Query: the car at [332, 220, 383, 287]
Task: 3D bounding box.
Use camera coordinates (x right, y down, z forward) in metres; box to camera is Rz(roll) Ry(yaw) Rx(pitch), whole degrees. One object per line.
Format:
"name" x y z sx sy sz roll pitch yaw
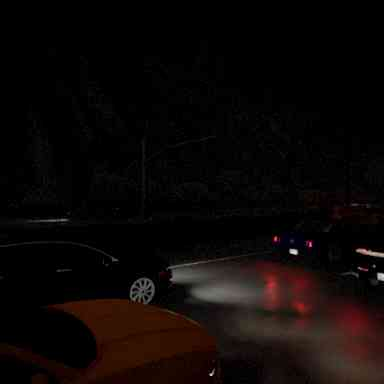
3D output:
"car" 5.820 1.484 8.048 4.902 1.511 2.128 0 0 -36

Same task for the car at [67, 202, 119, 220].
"car" -8.390 1.560 28.221 4.181 1.385 1.994 0 0 -36

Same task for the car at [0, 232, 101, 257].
"car" -2.651 1.505 6.153 4.892 1.490 1.837 0 0 -36

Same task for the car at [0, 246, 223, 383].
"car" -1.995 1.477 2.301 5.008 1.535 1.882 0 0 -36

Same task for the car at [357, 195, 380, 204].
"car" 30.115 1.246 56.616 5.008 1.535 1.882 0 0 -36

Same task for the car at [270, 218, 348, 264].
"car" 5.003 1.591 11.784 4.718 1.301 1.895 0 0 -36
